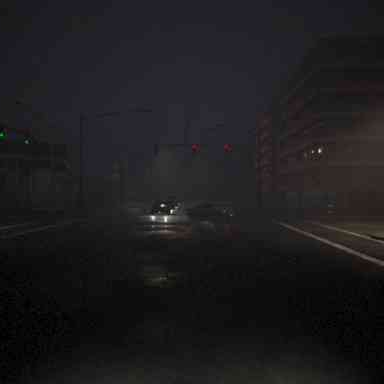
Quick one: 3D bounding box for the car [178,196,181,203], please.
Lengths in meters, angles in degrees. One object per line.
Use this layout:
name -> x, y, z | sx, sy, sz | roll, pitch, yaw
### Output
car -> -3.334, 1.368, 54.200 | 2.097, 1.767, 4.553 | 0, 0, 0

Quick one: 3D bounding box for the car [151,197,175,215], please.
car -> -3.168, 1.558, 34.715 | 2.033, 1.411, 5.357 | 0, 0, -1

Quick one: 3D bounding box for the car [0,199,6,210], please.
car -> -24.046, 1.468, 38.922 | 3.806, 1.475, 1.970 | 0, 0, 1

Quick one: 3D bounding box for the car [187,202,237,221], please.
car -> 1.565, 1.534, 27.065 | 1.812, 1.442, 4.674 | -1, 1, -39

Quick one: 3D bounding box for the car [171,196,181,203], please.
car -> -3.391, 1.506, 70.627 | 1.994, 1.385, 4.181 | 0, 0, -1

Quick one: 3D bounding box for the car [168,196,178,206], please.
car -> -3.249, 1.577, 44.102 | 1.994, 1.385, 4.181 | 0, 0, 0
